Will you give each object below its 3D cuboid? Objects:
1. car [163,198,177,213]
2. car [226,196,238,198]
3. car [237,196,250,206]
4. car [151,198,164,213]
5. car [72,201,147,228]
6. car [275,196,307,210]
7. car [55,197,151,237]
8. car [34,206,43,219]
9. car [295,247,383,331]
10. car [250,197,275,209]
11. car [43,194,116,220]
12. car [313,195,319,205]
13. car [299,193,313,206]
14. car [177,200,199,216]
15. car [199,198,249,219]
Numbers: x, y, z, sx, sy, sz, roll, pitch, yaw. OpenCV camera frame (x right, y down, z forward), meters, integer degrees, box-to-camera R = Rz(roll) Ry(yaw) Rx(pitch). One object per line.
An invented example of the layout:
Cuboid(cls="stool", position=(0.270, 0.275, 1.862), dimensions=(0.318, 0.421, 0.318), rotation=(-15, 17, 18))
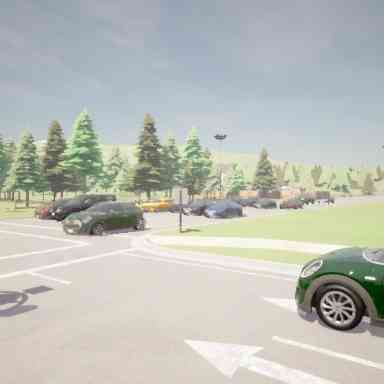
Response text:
Cuboid(cls="car", position=(-0.703, 1.563, 35.924), dimensions=(1.994, 1.385, 4.181), rotation=(0, 0, 36))
Cuboid(cls="car", position=(5.994, 1.353, 50.933), dimensions=(2.097, 1.767, 4.553), rotation=(0, 0, 36))
Cuboid(cls="car", position=(9.011, 1.505, 49.128), dimensions=(1.837, 1.490, 4.892), rotation=(0, 0, 36))
Cuboid(cls="car", position=(-3.508, 1.478, 38.014), dimensions=(1.882, 1.535, 5.008), rotation=(0, 0, 36))
Cuboid(cls="car", position=(-5.636, 1.492, 23.299), dimensions=(2.128, 1.511, 4.902), rotation=(0, 0, 36))
Cuboid(cls="car", position=(12.578, 1.564, 42.169), dimensions=(1.994, 1.385, 4.181), rotation=(0, 0, 36))
Cuboid(cls="car", position=(-4.749, 1.351, 18.381), dimensions=(2.097, 1.767, 4.553), rotation=(0, 0, 35))
Cuboid(cls="car", position=(-10.842, 1.352, 28.113), dimensions=(2.097, 1.767, 4.553), rotation=(0, 0, 38))
Cuboid(cls="car", position=(4.081, 1.352, 5.378), dimensions=(4.553, 1.767, 2.097), rotation=(0, 0, 36))
Cuboid(cls="car", position=(9.898, 1.526, 44.439), dimensions=(1.812, 1.442, 4.674), rotation=(0, 0, 36))
Cuboid(cls="car", position=(-8.164, 1.221, 25.854), dimensions=(2.150, 2.045, 5.566), rotation=(0, 0, 38))
Cuboid(cls="car", position=(22.340, 1.243, 55.308), dimensions=(2.128, 1.511, 4.902), rotation=(0, 0, 36))
Cuboid(cls="car", position=(19.501, 1.217, 57.355), dimensions=(2.150, 2.045, 5.566), rotation=(0, 0, 36))
Cuboid(cls="car", position=(0.924, 1.525, 32.224), dimensions=(1.812, 1.442, 4.674), rotation=(0, 0, 36))
Cuboid(cls="car", position=(2.876, 1.525, 28.967), dimensions=(1.812, 1.442, 4.674), rotation=(0, 0, 36))
